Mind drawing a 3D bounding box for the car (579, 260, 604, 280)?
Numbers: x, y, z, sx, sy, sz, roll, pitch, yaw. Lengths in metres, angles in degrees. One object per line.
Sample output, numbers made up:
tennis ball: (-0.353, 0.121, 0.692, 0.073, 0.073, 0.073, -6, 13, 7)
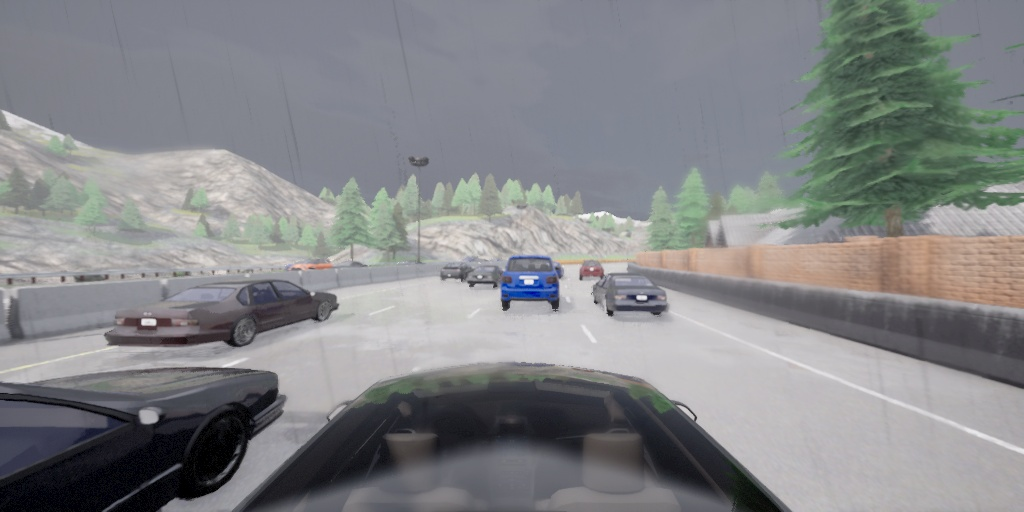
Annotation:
car: (7.152, 1.151, 32.199, 2.097, 1.767, 4.553, 0, 0, 12)

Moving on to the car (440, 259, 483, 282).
car: (-4.214, 1.255, 28.980, 2.128, 1.511, 4.902, 0, 0, 10)

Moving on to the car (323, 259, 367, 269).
car: (-16.985, 1.262, 37.378, 1.812, 1.442, 4.674, 0, 0, 13)

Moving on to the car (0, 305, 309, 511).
car: (-3.375, 1.288, 1.407, 2.033, 1.411, 5.357, 0, 0, 0)

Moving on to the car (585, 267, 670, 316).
car: (4.186, 1.320, 13.453, 2.033, 1.411, 5.357, 0, 0, 5)

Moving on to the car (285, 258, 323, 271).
car: (-20.621, 1.078, 37.054, 2.097, 1.767, 4.553, 0, 0, 12)

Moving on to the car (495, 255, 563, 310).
car: (0.831, 0.986, 14.900, 2.150, 2.045, 5.566, 0, 0, 5)

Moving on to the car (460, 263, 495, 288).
car: (-1.547, 1.314, 24.128, 2.033, 1.411, 5.357, 0, 0, 9)

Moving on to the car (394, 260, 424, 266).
car: (-12.178, 1.246, 42.385, 2.128, 1.511, 4.902, 0, 0, 15)

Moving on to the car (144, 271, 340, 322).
car: (-6.635, 1.286, 9.194, 2.033, 1.411, 5.357, 0, 0, 3)
